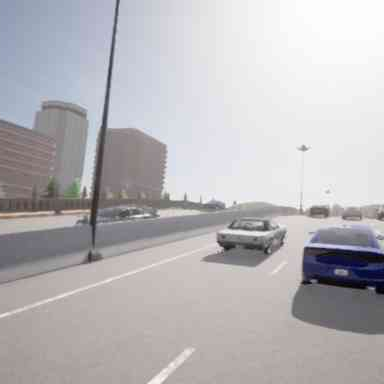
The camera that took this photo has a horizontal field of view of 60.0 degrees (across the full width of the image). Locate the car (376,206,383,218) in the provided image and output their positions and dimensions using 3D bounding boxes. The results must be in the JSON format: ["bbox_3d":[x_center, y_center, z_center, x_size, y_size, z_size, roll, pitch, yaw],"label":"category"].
[{"bbox_3d":[21.363,2.340,36.273,1.837,1.490,4.892,1,-2,26],"label":"car"}]

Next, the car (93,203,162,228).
[{"bbox_3d":[-4.411,1.575,23.877,2.033,1.411,5.357,1,0,26],"label":"car"}]

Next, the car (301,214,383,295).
[{"bbox_3d":[4.342,1.630,9.466,1.882,1.535,5.008,1,0,26],"label":"car"}]

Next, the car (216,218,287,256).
[{"bbox_3d":[2.726,1.741,14.130,1.895,1.301,4.718,1,0,26],"label":"car"}]

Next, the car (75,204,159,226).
[{"bbox_3d":[-3.850,1.508,17.064,1.837,1.490,4.892,1,0,26],"label":"car"}]

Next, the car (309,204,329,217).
[{"bbox_3d":[15.195,2.200,39.592,1.882,1.535,5.008,1,-3,26],"label":"car"}]

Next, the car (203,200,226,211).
[{"bbox_3d":[3.230,1.826,47.208,1.882,1.535,5.008,1,-3,26],"label":"car"}]

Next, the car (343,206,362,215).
[{"bbox_3d":[17.503,2.223,36.342,1.812,1.442,4.674,1,-2,26],"label":"car"}]
